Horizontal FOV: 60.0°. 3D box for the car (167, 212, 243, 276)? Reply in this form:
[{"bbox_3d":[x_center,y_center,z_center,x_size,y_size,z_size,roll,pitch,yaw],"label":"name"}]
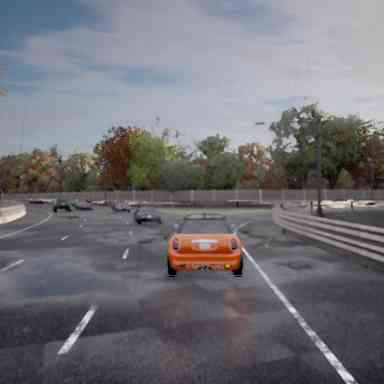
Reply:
[{"bbox_3d":[0.410,1.469,10.924,2.097,1.767,4.553,0,-1,2],"label":"car"}]

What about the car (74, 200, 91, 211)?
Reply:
[{"bbox_3d":[-17.442,2.209,52.942,1.994,1.385,4.181,0,-1,-29],"label":"car"}]

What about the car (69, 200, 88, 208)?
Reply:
[{"bbox_3d":[-23.227,2.359,68.215,2.128,1.511,4.902,0,-1,-39],"label":"car"}]

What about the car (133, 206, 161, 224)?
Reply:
[{"bbox_3d":[-3.802,1.880,27.795,1.994,1.385,4.181,0,-1,-14],"label":"car"}]

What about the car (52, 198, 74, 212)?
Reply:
[{"bbox_3d":[-19.302,1.832,49.019,2.150,2.045,5.566,0,-1,-27],"label":"car"}]

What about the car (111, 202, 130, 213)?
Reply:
[{"bbox_3d":[-9.793,2.080,45.559,2.033,1.411,5.357,0,-1,-23],"label":"car"}]
